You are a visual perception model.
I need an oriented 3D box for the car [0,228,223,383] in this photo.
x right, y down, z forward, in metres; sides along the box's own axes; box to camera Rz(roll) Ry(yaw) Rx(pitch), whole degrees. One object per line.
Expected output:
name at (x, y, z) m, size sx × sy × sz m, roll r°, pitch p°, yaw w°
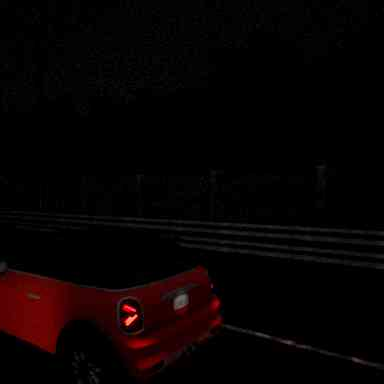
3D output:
car at (-1.861, 1.381, 5.328) m, size 4.553 × 1.767 × 2.097 m, roll 0°, pitch 0°, yaw 36°
